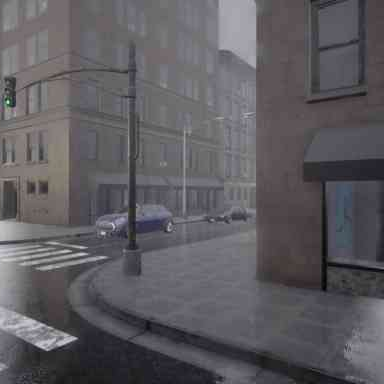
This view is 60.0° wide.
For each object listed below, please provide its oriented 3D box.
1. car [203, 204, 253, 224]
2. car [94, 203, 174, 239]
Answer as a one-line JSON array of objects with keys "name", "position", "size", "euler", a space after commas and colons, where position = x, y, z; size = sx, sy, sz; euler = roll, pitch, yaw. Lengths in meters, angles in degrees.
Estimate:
[{"name": "car", "position": [3.009, 1.685, 26.533], "size": [2.033, 1.411, 5.357], "euler": [0, 0, 35]}, {"name": "car", "position": [-3.027, 1.432, 18.032], "size": [2.097, 1.767, 4.553], "euler": [0, 0, 35]}]
